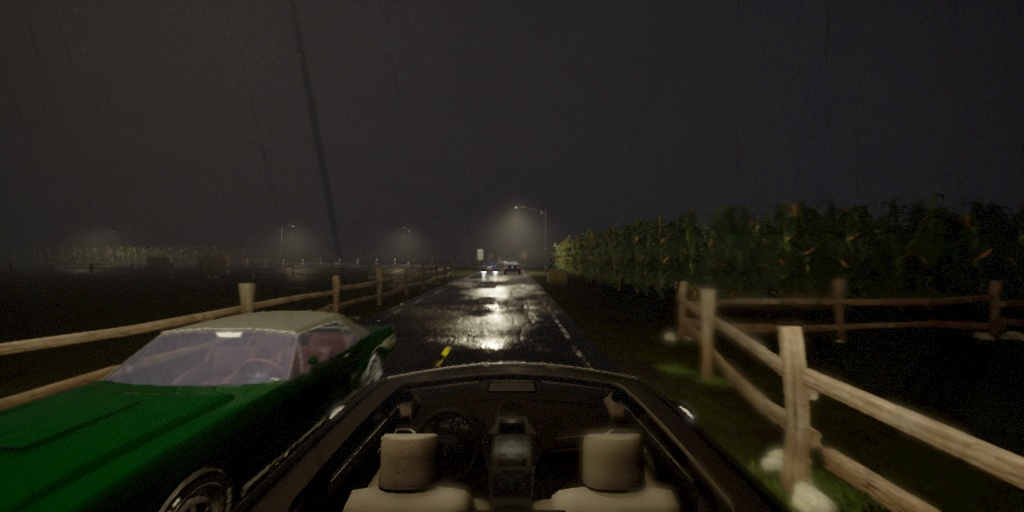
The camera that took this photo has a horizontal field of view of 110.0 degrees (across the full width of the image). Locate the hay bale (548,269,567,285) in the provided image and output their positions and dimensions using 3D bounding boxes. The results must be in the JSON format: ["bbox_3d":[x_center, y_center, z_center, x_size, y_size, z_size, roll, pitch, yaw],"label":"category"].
[{"bbox_3d":[3.124,1.395,24.901,1.220,1.180,1.240,0,0,0],"label":"hay bale"}]

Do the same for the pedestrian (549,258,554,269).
[{"bbox_3d":[2.824,1.032,25.988,0.375,1.860,0.375,-1,1,-5],"label":"pedestrian"}]

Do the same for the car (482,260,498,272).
[{"bbox_3d":[-2.818,1.246,46.737,1.812,1.442,4.674,0,0,0],"label":"car"}]

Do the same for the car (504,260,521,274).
[{"bbox_3d":[0.063,1.275,40.462,2.033,1.411,5.357,0,0,0],"label":"car"}]

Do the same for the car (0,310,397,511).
[{"bbox_3d":[-2.851,1.350,3.748,1.895,1.301,4.718,0,0,0],"label":"car"}]
